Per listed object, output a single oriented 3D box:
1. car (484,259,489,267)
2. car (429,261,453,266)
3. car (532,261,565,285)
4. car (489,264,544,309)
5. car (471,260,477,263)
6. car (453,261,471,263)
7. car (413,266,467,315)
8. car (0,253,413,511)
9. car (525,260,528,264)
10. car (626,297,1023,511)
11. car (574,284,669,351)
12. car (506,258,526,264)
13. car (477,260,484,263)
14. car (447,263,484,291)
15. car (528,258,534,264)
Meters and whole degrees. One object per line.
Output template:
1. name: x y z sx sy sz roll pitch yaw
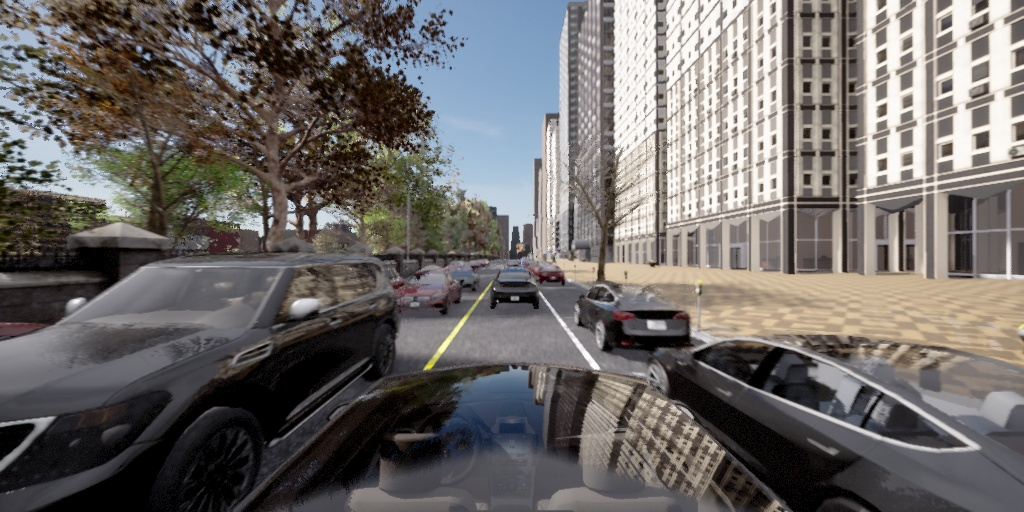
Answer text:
1. car: -5.679 1.335 65.072 1.888 1.381 4.507 0 0 0
2. car: -5.687 1.281 25.478 1.751 1.417 4.829 0 0 0
3. car: 2.694 1.300 25.646 1.888 1.381 4.507 0 0 0
4. car: 0.103 1.255 15.066 1.837 1.490 4.892 0 0 0
5. car: -5.684 1.312 42.543 1.888 1.381 4.507 0 0 0
6. car: -5.684 1.202 36.911 1.967 1.591 4.097 0 0 0
7. car: -3.070 1.277 13.728 1.812 1.442 4.674 0 0 0
8. car: -3.085 0.972 4.273 2.150 2.045 5.566 0 0 0
9. car: 2.696 1.202 36.909 1.967 1.591 4.097 0 0 0
10. car: 2.689 1.316 3.116 1.948 1.339 4.313 0 0 0
11. car: 2.690 1.316 8.748 1.948 1.339 4.313 0 0 0
12. car: 0.096 1.256 37.816 2.128 1.511 4.902 0 0 0
13. car: -5.681 1.322 53.808 1.888 1.381 4.507 0 0 0
14. car: -2.997 1.318 21.568 1.994 1.385 4.181 0 0 0
15. car: 2.695 1.198 31.278 1.967 1.591 4.097 0 0 0
